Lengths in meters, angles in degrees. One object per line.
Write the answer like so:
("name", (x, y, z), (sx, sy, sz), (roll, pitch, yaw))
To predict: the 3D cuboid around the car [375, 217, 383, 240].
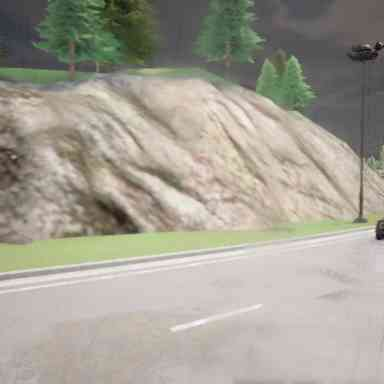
("car", (10.273, 1.556, 15.749), (4.674, 1.442, 1.812), (1, 1, -42))
